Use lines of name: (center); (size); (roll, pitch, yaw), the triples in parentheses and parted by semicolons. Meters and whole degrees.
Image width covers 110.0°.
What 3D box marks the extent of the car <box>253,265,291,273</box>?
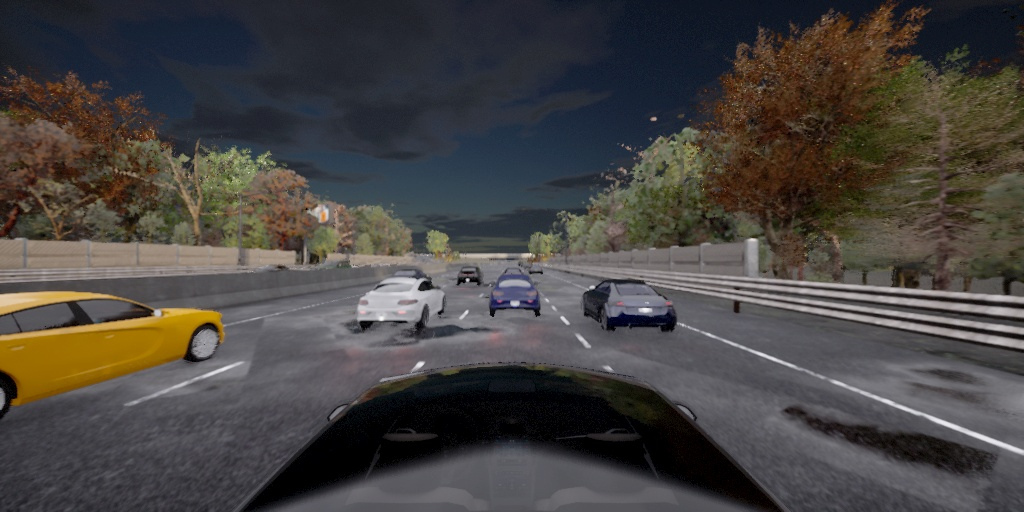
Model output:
car: (-28.080, 1.802, 42.122); (1.837, 1.490, 4.892); (0, -1, 0)

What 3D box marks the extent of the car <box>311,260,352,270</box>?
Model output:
car: (-21.089, 1.520, 42.584); (2.150, 2.045, 5.566); (0, 0, 0)

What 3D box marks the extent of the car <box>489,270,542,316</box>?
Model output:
car: (0.101, 1.441, 14.223); (1.812, 1.442, 4.674); (0, -1, 0)

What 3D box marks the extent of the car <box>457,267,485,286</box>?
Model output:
car: (-3.398, 1.633, 29.981); (1.837, 1.490, 4.892); (0, -1, 0)

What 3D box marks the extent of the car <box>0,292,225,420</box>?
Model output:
car: (-6.897, 1.276, 5.387); (1.882, 1.535, 5.008); (0, -1, 0)

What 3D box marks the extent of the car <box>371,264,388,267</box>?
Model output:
car: (-17.575, 1.858, 47.223); (2.128, 1.511, 4.902); (0, -1, 0)

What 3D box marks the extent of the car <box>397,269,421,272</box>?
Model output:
car: (-6.900, 1.600, 24.350); (2.033, 1.411, 5.357); (0, -1, 0)

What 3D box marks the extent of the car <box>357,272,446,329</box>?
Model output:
car: (-3.398, 1.407, 11.652); (1.812, 1.442, 4.674); (0, -1, 0)

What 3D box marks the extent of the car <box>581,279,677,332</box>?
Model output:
car: (3.516, 1.430, 11.470); (1.994, 1.385, 4.181); (0, -1, 0)

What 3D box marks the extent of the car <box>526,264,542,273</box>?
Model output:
car: (3.503, 2.011, 54.114); (1.994, 1.385, 4.181); (0, -1, 0)

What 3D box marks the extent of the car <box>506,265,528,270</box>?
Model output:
car: (0.104, 1.701, 30.651); (1.994, 1.385, 4.181); (0, -1, 0)
